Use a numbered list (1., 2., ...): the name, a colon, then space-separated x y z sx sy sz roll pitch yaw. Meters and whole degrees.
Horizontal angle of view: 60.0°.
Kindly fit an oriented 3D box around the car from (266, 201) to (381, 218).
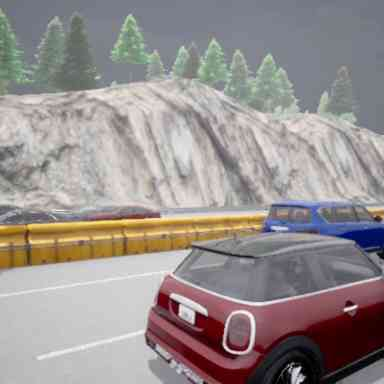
1. car: 4.767 1.323 11.254 5.566 2.045 2.150 0 0 -34

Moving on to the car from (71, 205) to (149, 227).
1. car: -6.143 1.724 25.122 5.357 1.411 2.033 0 -1 -34

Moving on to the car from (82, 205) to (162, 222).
1. car: -4.408 1.636 22.073 5.008 1.535 1.882 1 -1 -34

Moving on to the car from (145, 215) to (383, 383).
1. car: 1.695 1.395 4.909 4.553 1.767 2.097 1 -1 -34

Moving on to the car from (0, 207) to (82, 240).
1. car: -7.983 1.604 15.458 4.892 1.490 1.837 1 -1 -34

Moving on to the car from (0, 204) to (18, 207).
1. car: -14.248 1.651 23.897 4.892 1.490 1.837 1 -1 -34
